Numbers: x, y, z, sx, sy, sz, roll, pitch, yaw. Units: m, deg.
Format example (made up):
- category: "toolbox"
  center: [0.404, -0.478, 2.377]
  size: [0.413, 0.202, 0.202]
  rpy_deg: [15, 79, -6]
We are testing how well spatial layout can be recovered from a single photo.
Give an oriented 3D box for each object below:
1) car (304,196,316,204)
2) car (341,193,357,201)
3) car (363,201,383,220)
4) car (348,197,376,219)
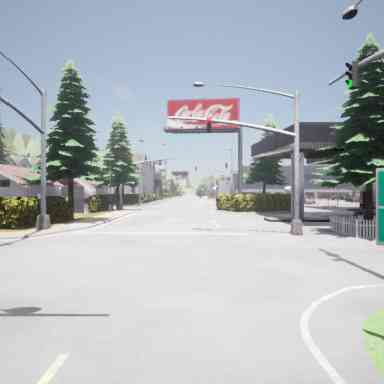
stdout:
- category: "car"
  center: [22.347, 1.552, 64.068]
  size: [1.970, 1.475, 3.806]
  rpy_deg: [0, 0, 0]
- category: "car"
  center: [34.732, 1.489, 71.890]
  size: [2.007, 1.523, 4.514]
  rpy_deg: [0, 0, 0]
- category: "car"
  center: [18.621, 1.672, 30.662]
  size: [4.611, 1.667, 2.242]
  rpy_deg: [0, 0, 0]
- category: "car"
  center: [14.308, 1.505, 24.982]
  size: [3.866, 1.878, 1.905]
  rpy_deg: [0, 0, 0]
